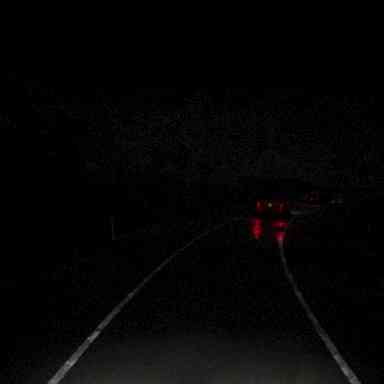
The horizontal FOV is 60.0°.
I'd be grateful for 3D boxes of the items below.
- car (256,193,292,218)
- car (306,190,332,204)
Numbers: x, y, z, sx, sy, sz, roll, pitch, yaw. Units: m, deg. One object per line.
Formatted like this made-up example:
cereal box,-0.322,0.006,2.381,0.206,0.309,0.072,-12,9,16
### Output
car,6.263,0.862,25.092,2.097,1.767,4.553,2,3,23
car,14.769,0.502,38.654,1.812,1.442,4.674,4,5,40
